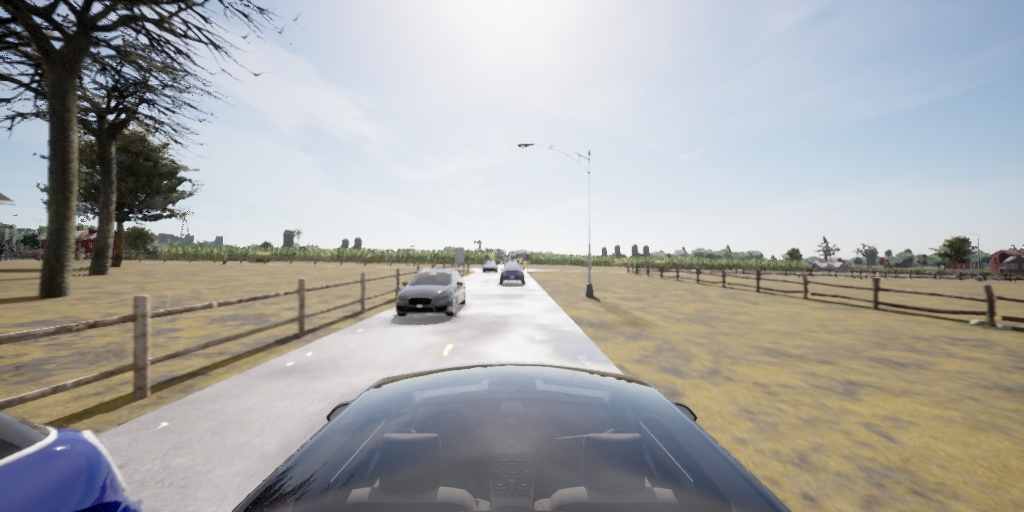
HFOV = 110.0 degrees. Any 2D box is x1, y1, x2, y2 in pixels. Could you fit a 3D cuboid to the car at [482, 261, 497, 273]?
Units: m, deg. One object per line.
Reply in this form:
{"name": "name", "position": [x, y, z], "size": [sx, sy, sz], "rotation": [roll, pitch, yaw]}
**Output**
{"name": "car", "position": [-2.733, 1.394, 45.856], "size": [2.033, 1.411, 5.357], "rotation": [0, 0, 0]}

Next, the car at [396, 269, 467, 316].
{"name": "car", "position": [-2.838, 1.266, 13.458], "size": [1.837, 1.490, 4.892], "rotation": [0, 0, 0]}

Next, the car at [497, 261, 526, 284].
{"name": "car", "position": [0.034, 1.316, 27.465], "size": [1.812, 1.442, 4.674], "rotation": [0, 0, 0]}
